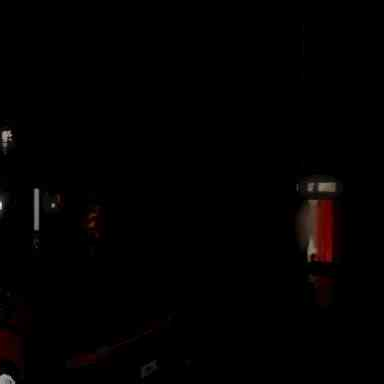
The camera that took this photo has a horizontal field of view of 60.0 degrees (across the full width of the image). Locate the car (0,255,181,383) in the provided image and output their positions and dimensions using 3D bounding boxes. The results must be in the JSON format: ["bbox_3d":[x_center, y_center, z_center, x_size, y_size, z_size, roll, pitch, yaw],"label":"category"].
[{"bbox_3d":[-2.227,1.542,4.465,4.507,1.381,1.887,0,0,36],"label":"car"}]
